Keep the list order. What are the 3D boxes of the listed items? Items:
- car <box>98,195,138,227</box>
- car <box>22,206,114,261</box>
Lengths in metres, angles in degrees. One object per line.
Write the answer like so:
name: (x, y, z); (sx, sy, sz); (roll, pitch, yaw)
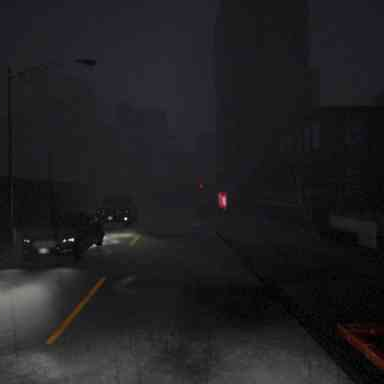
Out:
car: (-5.083, 1.228, 23.029); (2.150, 2.045, 5.566); (-1, 0, -2)
car: (-4.616, 1.515, 12.549); (2.128, 1.511, 4.902); (-1, 0, -3)
